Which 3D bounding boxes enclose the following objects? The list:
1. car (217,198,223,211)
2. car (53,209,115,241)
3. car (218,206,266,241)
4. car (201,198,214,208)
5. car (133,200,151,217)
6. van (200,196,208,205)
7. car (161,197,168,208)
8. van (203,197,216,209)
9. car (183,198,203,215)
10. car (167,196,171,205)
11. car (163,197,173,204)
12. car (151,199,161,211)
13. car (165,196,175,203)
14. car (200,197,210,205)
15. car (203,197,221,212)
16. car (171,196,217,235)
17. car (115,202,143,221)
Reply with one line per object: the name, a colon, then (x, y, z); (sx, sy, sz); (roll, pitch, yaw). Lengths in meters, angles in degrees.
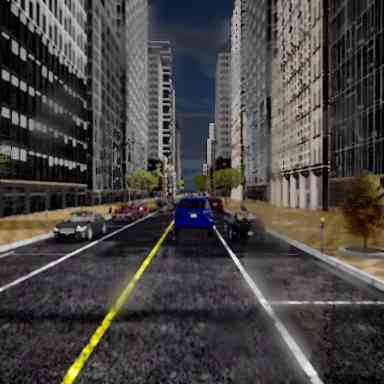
car: (2.665, 1.585, 40.080); (2.192, 1.841, 5.009); (-1, 0, 0)
car: (-5.704, 1.669, 17.340); (2.008, 1.369, 4.403); (-1, 0, 0)
car: (2.676, 1.669, 17.344); (2.008, 1.369, 4.403); (-1, 0, 0)
car: (2.660, 1.824, 57.129); (1.967, 1.590, 4.097); (-1, 0, 0)
car: (-5.712, 1.673, 34.392); (1.967, 1.590, 4.097); (-1, 0, 0)
van: (2.651, 1.836, 74.180); (1.690, 1.788, 3.998); (-1, 0, 0)
car: (-5.720, 1.950, 57.125); (1.947, 1.339, 4.313); (-1, 0, 0)
van: (2.661, 1.687, 51.447); (1.690, 1.788, 3.998); (-1, 0, 0)
car: (0.087, 1.608, 37.963); (2.097, 1.767, 4.553); (0, 0, 0)
car: (-5.725, 2.009, 68.492); (2.008, 1.369, 4.403); (-1, 0, 0)
car: (-5.730, 1.973, 79.860); (1.967, 1.590, 4.097); (-1, 0, 0)
car: (-5.715, 1.833, 45.589); (1.752, 1.417, 4.829); (-1, 0, 0)
car: (-5.734, 1.884, 85.545); (2.192, 1.841, 5.009); (-1, 0, 0)
car: (2.654, 1.898, 68.497); (1.967, 1.590, 4.097); (-1, 0, 0)
car: (2.663, 1.623, 45.764); (2.192, 1.841, 5.009); (-1, 0, 0)
car: (0.094, 1.357, 19.950); (2.150, 2.045, 5.566); (0, 0, 0)
car: (-5.709, 1.776, 28.707); (1.802, 1.307, 4.206); (-1, 0, 0)
